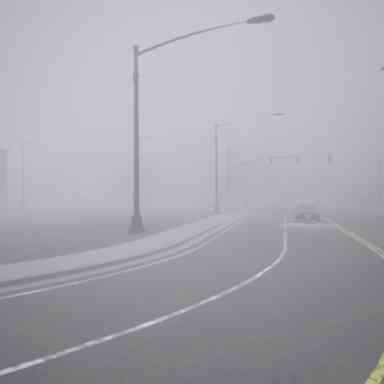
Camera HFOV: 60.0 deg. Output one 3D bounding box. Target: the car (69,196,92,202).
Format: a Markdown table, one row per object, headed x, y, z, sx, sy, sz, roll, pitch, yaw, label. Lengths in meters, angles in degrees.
| x | y | z | sx | sy | sz | roll | pitch | yaw | label |
| --- | --- | --- | --- | --- | --- | --- | --- | --- | --- |
| -23.006 | 1.515 | 68.756 | 5.008 | 1.535 | 1.882 | 1 | 0 | 17 | car |

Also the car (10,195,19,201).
| x | y | z | sx | sy | sz | roll | pitch | yaw | label |
| --- | --- | --- | --- | --- | --- | --- | --- | --- | --- |
| -35.208 | 1.302 | 61.467 | 4.902 | 1.511 | 2.128 | 1 | 0 | 17 | car |

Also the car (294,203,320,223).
| x | y | z | sx | sy | sz | roll | pitch | yaw | label |
| --- | --- | --- | --- | --- | --- | --- | --- | --- | --- |
| 9.461 | 1.684 | 27.497 | 1.812 | 1.442 | 4.674 | -1 | -1 | 16 | car |

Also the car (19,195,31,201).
| x | y | z | sx | sy | sz | roll | pitch | yaw | label |
| --- | --- | --- | --- | --- | --- | --- | --- | --- | --- |
| -37.773 | 1.470 | 73.205 | 4.892 | 1.490 | 1.837 | 0 | 0 | 17 | car |
